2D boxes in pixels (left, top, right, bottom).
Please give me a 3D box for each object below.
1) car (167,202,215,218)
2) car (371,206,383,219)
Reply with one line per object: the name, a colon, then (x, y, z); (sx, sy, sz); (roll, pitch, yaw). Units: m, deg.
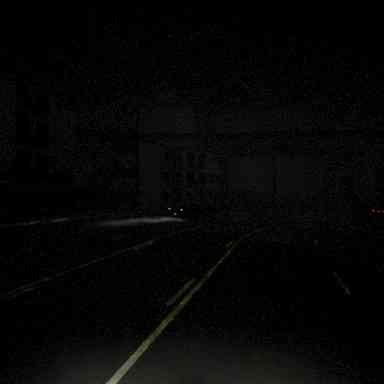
car: (-0.037, 1.573, 29.888); (1.895, 1.301, 4.718); (1, 0, 39)
car: (19.531, 1.864, 31.496); (5.357, 1.411, 2.033); (1, 0, -21)
